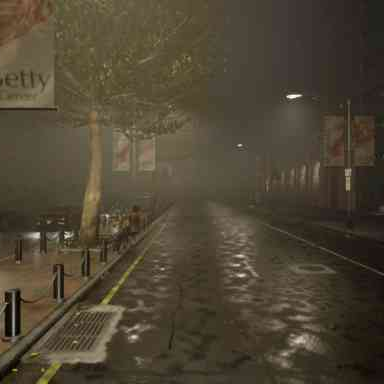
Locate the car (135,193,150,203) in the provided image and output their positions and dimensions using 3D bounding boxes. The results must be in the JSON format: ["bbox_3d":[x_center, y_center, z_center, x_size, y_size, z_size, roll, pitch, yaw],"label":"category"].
[{"bbox_3d":[-8.340,1.219,60.340,2.150,2.045,5.566,0,0,0],"label":"car"}]

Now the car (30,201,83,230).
[{"bbox_3d":[-8.192,1.506,21.388,1.837,1.490,4.892,0,0,0],"label":"car"}]

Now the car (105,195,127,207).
[{"bbox_3d":[-12.064,1.353,53.026,2.097,1.767,4.553,0,0,5],"label":"car"}]

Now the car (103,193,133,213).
[{"bbox_3d":[-8.266,1.220,37.303,2.150,2.045,5.566,0,0,0],"label":"car"}]

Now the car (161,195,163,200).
[{"bbox_3d":[-8.381,1.524,85.090,1.812,1.442,4.674,0,0,0],"label":"car"}]

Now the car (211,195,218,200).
[{"bbox_3d":[6.327,1.594,94.073,1.895,1.301,4.718,0,0,0],"label":"car"}]

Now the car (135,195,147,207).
[{"bbox_3d":[-8.312,1.526,49.379,1.812,1.442,4.674,0,0,0],"label":"car"}]

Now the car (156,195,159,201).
[{"bbox_3d":[-8.312,1.525,69.929,2.128,1.511,4.902,0,0,0],"label":"car"}]

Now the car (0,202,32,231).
[{"bbox_3d":[-11.686,1.564,20.269,1.994,1.385,4.181,0,0,0],"label":"car"}]

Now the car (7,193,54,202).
[{"bbox_3d":[-20.410,1.219,42.224,5.566,2.045,2.150,0,1,-19],"label":"car"}]

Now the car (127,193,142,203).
[{"bbox_3d":[-11.805,1.225,68.363,2.150,2.045,5.566,0,0,0],"label":"car"}]

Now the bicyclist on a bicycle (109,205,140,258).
[{"bbox_3d":[-2.194,1.182,11.127,0.582,1.620,1.656,11,35,-47],"label":"bicyclist on a bicycle"}]
